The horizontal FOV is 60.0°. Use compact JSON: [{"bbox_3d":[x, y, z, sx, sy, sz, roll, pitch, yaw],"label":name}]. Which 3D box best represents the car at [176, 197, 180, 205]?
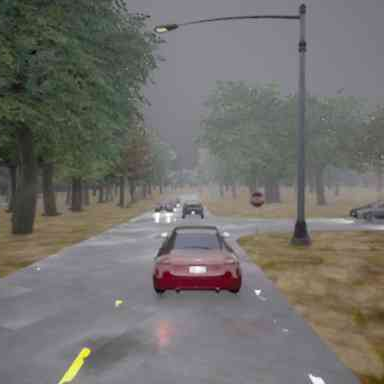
[{"bbox_3d":[-3.122,1.519,47.660,1.837,1.490,4.892,0,0,-1],"label":"car"}]

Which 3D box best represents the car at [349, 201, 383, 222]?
[{"bbox_3d":[13.942,1.408,24.589,4.181,1.385,1.994,-1,1,2],"label":"car"}]

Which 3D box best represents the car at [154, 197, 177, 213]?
[{"bbox_3d":[-3.095,1.581,37.764,1.994,1.385,4.181,1,0,0],"label":"car"}]

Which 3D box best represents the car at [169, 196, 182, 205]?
[{"bbox_3d":[-3.035,1.526,60.557,2.033,1.411,5.357,0,0,1],"label":"car"}]

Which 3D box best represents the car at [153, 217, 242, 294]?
[{"bbox_3d":[0.100,1.581,8.878,1.994,1.385,4.181,0,0,0],"label":"car"}]

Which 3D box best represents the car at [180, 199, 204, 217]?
[{"bbox_3d":[0.089,1.532,30.887,1.837,1.490,4.892,0,0,0],"label":"car"}]
